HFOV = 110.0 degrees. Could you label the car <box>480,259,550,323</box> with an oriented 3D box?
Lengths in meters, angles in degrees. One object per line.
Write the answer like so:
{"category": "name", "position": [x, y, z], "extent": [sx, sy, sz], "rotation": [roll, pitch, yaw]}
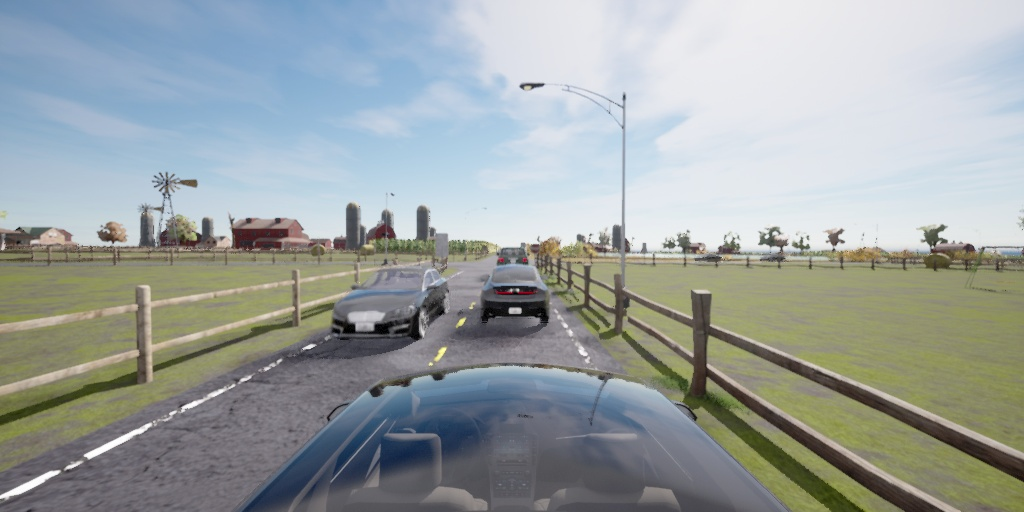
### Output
{"category": "car", "position": [0.084, 1.017, 11.090], "extent": [1.837, 1.490, 4.892], "rotation": [0, 2, 0]}

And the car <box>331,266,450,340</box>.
{"category": "car", "position": [-2.846, 1.047, 9.374], "extent": [2.128, 1.511, 4.902], "rotation": [0, 1, 0]}

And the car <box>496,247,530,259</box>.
{"category": "car", "position": [0.069, 0.376, 25.209], "extent": [2.150, 2.045, 5.566], "rotation": [0, 1, 0]}
